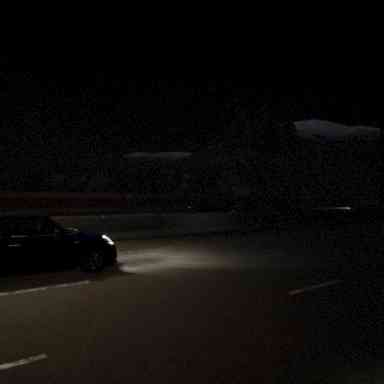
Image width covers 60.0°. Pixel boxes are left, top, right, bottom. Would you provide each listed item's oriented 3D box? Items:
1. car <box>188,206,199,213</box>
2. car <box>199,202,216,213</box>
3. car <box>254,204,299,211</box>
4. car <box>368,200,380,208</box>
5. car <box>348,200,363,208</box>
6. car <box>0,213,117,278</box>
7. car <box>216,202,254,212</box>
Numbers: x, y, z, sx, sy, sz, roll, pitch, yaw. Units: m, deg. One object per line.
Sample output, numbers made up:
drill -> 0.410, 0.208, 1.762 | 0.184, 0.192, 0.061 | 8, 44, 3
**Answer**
car -> 1.880, 1.906, 39.728 | 4.718, 1.301, 1.895 | 1, -1, -36
car -> 3.856, 1.852, 36.832 | 5.357, 1.411, 2.033 | 1, -1, -35
car -> 8.342, 1.874, 31.453 | 4.181, 1.385, 1.994 | 1, 0, -36
car -> 35.404, 2.294, 64.019 | 1.882, 1.535, 5.008 | 0, -1, 41
car -> 32.662, 2.332, 66.195 | 2.128, 1.511, 4.902 | 0, -1, 41
car -> -4.432, 1.372, 9.192 | 4.553, 1.767, 2.097 | 1, -1, -35
car -> 5.059, 1.817, 33.403 | 4.674, 1.442, 1.812 | 1, 0, -36
